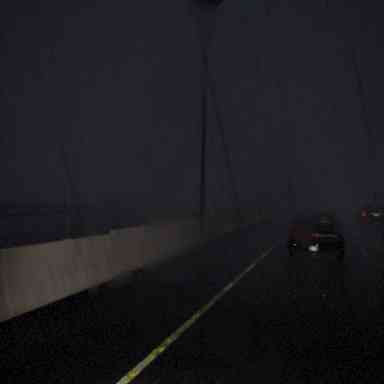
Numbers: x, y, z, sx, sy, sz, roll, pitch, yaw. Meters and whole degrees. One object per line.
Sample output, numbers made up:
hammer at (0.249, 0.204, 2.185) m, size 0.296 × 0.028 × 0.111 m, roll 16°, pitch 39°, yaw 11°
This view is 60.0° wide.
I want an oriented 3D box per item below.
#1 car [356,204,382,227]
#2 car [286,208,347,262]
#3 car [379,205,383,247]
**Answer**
car at (13.795, 1.679, 25.330) m, size 2.097 × 1.767 × 4.553 m, roll 1°, pitch 0°, yaw 23°
car at (4.839, 1.625, 12.891) m, size 2.128 × 1.511 × 4.902 m, roll 1°, pitch 0°, yaw 23°
car at (8.053, 1.529, 11.502) m, size 2.097 × 1.767 × 4.553 m, roll 1°, pitch 0°, yaw 23°
